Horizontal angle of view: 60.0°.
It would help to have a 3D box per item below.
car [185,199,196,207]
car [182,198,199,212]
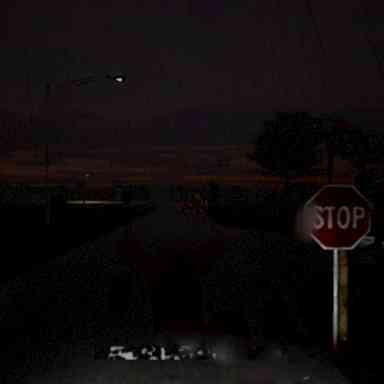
[{"bbox_3d":[-0.276,1.901,58.934,1.812,1.442,4.674,0,-1,0],"label":"car"},{"bbox_3d":[-0.164,1.555,41.887,2.097,1.767,4.553,0,-1,0],"label":"car"}]
